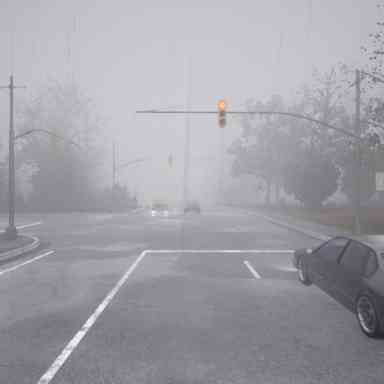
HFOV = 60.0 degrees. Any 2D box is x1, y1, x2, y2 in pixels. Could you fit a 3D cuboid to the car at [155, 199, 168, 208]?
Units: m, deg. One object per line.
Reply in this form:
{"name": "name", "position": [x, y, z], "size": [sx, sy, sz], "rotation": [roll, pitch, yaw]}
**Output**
{"name": "car", "position": [-5.010, 1.786, 54.393], "size": [2.033, 1.411, 5.357], "rotation": [0, -1, -7]}

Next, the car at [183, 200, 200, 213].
{"name": "car", "position": [-0.053, 1.576, 38.106], "size": [2.033, 1.411, 5.357], "rotation": [0, 0, -2]}

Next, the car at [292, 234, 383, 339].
{"name": "car", "position": [3.591, 1.547, 6.501], "size": [2.033, 1.411, 5.357], "rotation": [0, 0, 0]}

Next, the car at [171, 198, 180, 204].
{"name": "car", "position": [-4.550, 2.189, 83.055], "size": [2.097, 1.767, 4.553], "rotation": [0, -1, -22]}

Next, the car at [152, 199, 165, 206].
{"name": "car", "position": [-6.611, 2.016, 64.919], "size": [2.033, 1.411, 5.357], "rotation": [0, -1, -10]}

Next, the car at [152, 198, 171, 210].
{"name": "car", "position": [-4.138, 1.559, 43.881], "size": [1.882, 1.535, 5.008], "rotation": [0, -1, -3]}
